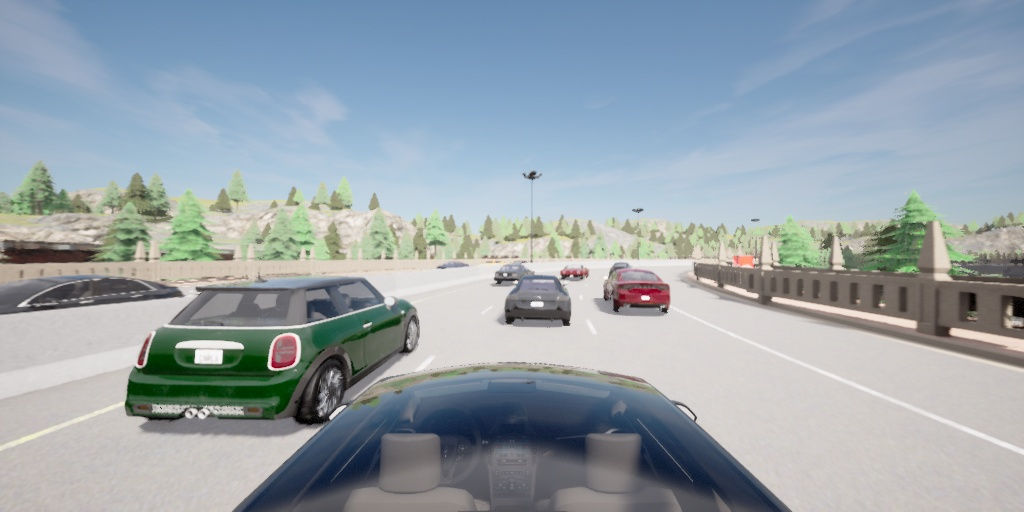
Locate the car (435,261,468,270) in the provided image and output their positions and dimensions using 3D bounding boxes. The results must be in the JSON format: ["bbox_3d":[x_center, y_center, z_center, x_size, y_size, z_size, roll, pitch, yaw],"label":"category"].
[{"bbox_3d":[-7.509,1.310,45.668,2.033,1.411,5.357,0,0,25],"label":"car"}]

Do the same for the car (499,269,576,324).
[{"bbox_3d":[0.931,1.312,11.979,1.994,1.385,4.181,0,0,7],"label":"car"}]

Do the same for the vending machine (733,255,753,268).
[{"bbox_3d":[14.468,0.961,22.446,1.100,2.100,0.880,0,0,16],"label":"vending machine"}]

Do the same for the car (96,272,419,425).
[{"bbox_3d":[-3.118,1.087,5.925,2.097,1.767,4.553,0,0,3],"label":"car"}]

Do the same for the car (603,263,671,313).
[{"bbox_3d":[4.780,1.236,14.286,1.882,1.535,5.008,0,0,9],"label":"car"}]

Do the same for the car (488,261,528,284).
[{"bbox_3d":[0.245,1.292,26.198,2.033,1.411,5.357,0,0,16],"label":"car"}]

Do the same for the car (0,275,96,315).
[{"bbox_3d":[-10.189,1.212,7.990,1.837,1.490,4.892,0,0,5],"label":"car"}]

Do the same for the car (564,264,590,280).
[{"bbox_3d":[5.577,1.353,31.162,1.895,1.301,4.718,0,0,20],"label":"car"}]

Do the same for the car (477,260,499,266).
[{"bbox_3d":[-2.711,1.246,47.391,1.882,1.535,5.008,0,0,28],"label":"car"}]
